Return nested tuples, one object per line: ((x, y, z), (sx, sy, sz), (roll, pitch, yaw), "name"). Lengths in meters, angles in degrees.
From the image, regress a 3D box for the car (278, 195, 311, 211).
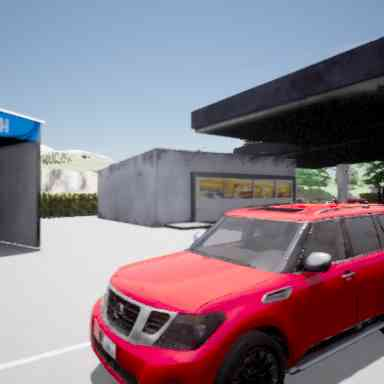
((12.689, 1.334, 41.053), (3.866, 1.878, 1.905), (0, 0, -36), "car")

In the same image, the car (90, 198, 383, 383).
((1.408, 1.223, 4.995), (5.566, 2.045, 2.150), (0, 0, -35), "car")

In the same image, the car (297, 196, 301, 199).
((12.485, 1.499, 33.924), (4.611, 1.667, 2.242), (0, 0, -36), "car")

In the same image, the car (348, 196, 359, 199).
((23.924, 1.315, 50.092), (1.882, 1.535, 5.008), (0, 0, -32), "car")
